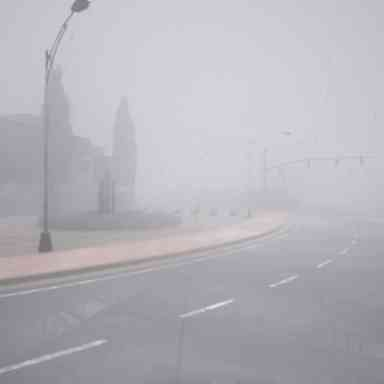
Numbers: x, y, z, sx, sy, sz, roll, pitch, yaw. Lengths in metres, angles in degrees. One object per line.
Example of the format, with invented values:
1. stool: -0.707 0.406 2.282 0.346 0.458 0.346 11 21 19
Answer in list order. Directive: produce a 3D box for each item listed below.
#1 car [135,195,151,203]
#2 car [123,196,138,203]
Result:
1. car: -12.438 2.069 81.135 1.970 1.475 3.806 0 -1 20
2. car: -15.146 1.827 82.160 1.905 1.878 3.866 0 -1 20
